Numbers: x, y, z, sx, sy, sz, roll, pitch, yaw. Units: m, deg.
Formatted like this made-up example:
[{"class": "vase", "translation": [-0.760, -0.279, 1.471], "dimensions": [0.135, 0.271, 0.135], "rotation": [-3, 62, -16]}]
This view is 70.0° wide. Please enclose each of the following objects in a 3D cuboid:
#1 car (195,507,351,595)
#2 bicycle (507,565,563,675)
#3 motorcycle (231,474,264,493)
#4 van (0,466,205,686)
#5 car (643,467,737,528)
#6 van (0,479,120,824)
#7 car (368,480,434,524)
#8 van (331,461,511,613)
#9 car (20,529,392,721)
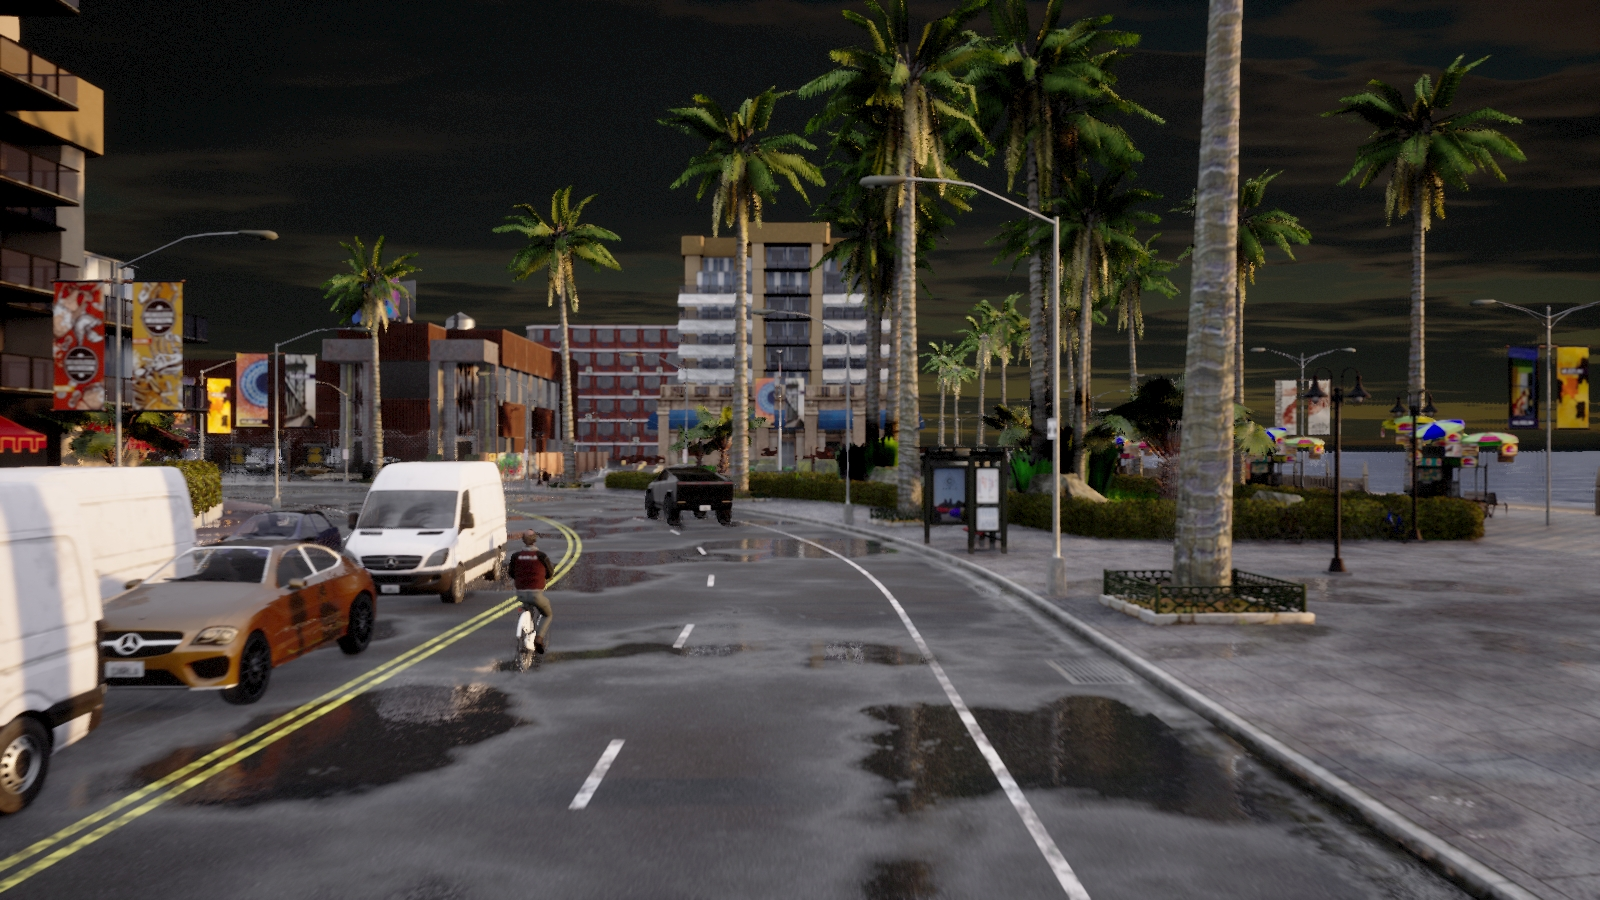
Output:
[{"class": "car", "translation": [-10.898, 2.038, 23.900], "dimensions": [1.845, 1.501, 3.633], "rotation": [0, 0, -5]}, {"class": "bicycle", "translation": [-3.485, 2.210, 15.126], "dimensions": [0.329, 1.171, 1.835], "rotation": [0, 0, 0]}, {"class": "motorcycle", "translation": [-36.395, 2.182, 75.265], "dimensions": [1.805, 1.236, 0.856], "rotation": [0, 0, -1]}, {"class": "van", "translation": [-10.593, 1.534, 15.585], "dimensions": [1.988, 2.561, 5.915], "rotation": [0, 0, -1]}, {"class": "car", "translation": [-4.384, 1.753, 44.489], "dimensions": [2.390, 2.098, 6.274], "rotation": [0, 0, -18]}, {"class": "van", "translation": [-7.016, 1.534, 7.183], "dimensions": [1.988, 2.561, 5.915], "rotation": [0, 0, 0]}, {"class": "car", "translation": [-16.000, 2.034, 45.678], "dimensions": [2.097, 1.535, 5.006], "rotation": [0, 0, -24]}, {"class": "van", "translation": [-7.323, 1.534, 22.798], "dimensions": [1.988, 2.561, 5.915], "rotation": [0, 0, -4]}, {"class": "car", "translation": [-7.087, 1.992, 14.416], "dimensions": [2.152, 1.651, 5.027], "rotation": [0, 0, -1]}]
